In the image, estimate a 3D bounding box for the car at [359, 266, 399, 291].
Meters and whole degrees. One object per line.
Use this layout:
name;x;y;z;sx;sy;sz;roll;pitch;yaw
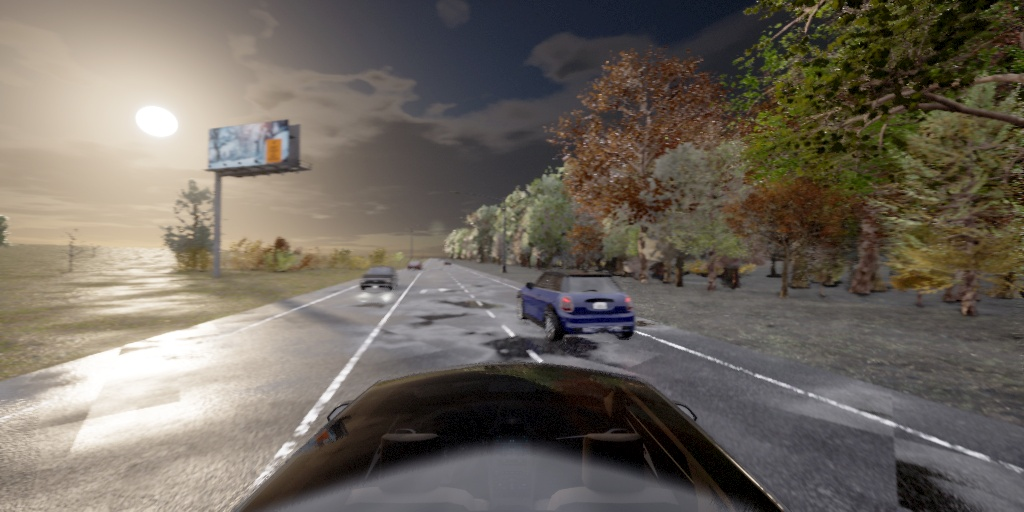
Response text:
car;-8.193;1.350;22.604;2.033;1.411;5.357;1;0;-12

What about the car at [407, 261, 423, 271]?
car;-14.680;1.430;54.263;1.882;1.535;5.008;1;0;-8

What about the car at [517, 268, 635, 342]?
car;1.573;1.185;10.385;2.097;1.767;4.553;1;0;-13
